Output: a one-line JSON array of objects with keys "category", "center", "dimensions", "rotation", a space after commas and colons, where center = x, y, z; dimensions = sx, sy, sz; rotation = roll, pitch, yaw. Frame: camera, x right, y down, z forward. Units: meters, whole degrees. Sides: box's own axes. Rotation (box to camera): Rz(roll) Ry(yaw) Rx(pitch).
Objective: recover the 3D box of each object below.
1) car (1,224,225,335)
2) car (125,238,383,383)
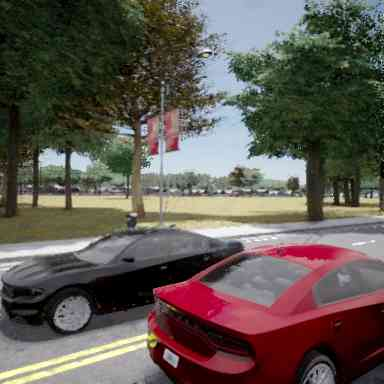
[{"category": "car", "center": [-1.090, 1.485, 6.901], "dimensions": [5.008, 1.535, 1.882], "rotation": [0, 0, -35]}, {"category": "car", "center": [1.806, 1.488, 4.728], "dimensions": [5.008, 1.535, 1.882], "rotation": [0, 0, -35]}]
